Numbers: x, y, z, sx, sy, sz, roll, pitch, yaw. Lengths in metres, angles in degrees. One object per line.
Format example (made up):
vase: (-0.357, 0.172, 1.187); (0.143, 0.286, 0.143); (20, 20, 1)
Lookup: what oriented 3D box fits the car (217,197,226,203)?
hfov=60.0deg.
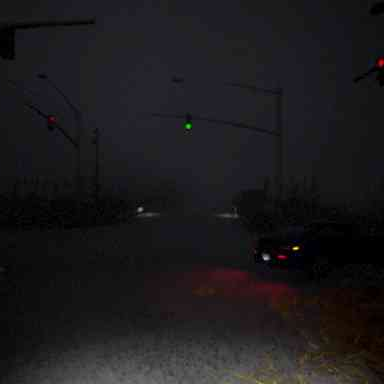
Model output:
car: (6.108, 1.741, 68.863); (1.895, 1.301, 4.718); (0, -1, 6)

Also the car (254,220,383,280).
car: (4.013, 1.568, 9.994); (4.674, 1.442, 1.812); (0, -2, -28)
